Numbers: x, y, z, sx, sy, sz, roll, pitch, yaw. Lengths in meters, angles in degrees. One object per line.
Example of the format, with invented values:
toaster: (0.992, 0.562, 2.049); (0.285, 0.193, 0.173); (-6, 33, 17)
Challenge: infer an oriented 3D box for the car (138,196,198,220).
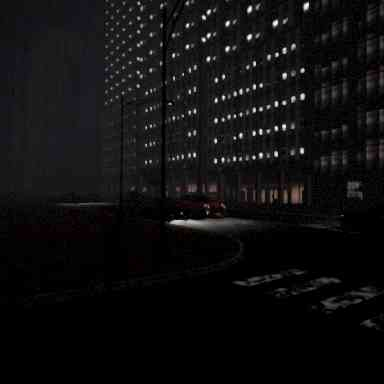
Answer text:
car: (-1.810, 1.198, 23.606); (1.994, 1.385, 4.181); (1, 1, -35)

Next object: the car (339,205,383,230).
car: (10.344, 1.443, 17.856); (1.812, 1.442, 4.674); (0, 2, -35)

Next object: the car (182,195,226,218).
car: (0.617, 1.010, 25.809); (2.097, 1.767, 4.553); (1, 1, -35)

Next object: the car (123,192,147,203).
car: (-8.791, 0.827, 50.974); (1.812, 1.442, 4.674); (1, 1, -35)

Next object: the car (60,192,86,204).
car: (-16.212, 0.705, 44.294); (1.882, 1.535, 5.008); (1, 0, -34)

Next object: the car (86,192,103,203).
car: (-14.087, 0.768, 46.943); (1.812, 1.442, 4.674); (1, 0, -34)

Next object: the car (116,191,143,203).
car: (-8.569, 0.703, 44.982); (2.097, 1.767, 4.553); (1, 0, -35)
